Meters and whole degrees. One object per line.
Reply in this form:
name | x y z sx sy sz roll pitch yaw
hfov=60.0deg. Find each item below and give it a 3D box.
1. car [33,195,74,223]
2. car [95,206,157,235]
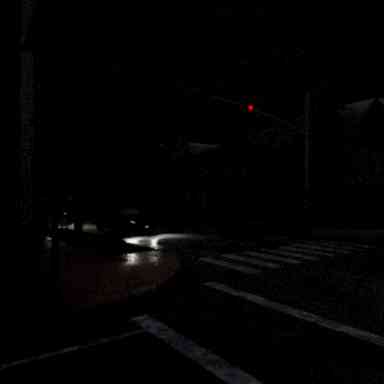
car | -11.568 1.255 26.396 5.566 2.045 2.150 0 0 38
car | -4.010 1.579 19.488 1.812 1.442 4.674 1 0 -43
